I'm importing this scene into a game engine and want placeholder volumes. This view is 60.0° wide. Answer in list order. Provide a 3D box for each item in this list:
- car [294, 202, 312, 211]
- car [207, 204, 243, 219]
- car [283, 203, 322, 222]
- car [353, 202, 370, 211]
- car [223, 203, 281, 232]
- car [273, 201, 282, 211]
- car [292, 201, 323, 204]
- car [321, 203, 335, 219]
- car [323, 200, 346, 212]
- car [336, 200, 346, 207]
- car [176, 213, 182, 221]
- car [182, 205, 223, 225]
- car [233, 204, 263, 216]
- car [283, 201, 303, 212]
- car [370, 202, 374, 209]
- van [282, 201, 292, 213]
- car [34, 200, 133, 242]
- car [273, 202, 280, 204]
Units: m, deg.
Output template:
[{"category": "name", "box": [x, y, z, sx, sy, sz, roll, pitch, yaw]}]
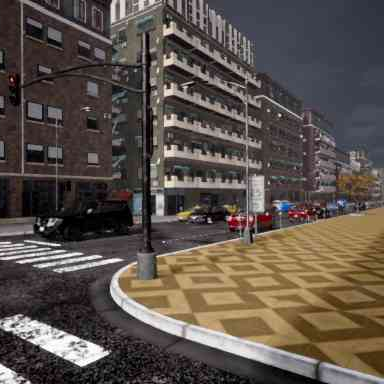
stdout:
[{"category": "car", "box": [19.874, 2.554, 59.415, 1.887, 1.381, 4.507, -2, -2, 35]}, {"category": "car", "box": [3.626, 2.090, 36.101, 1.752, 1.417, 4.829, -2, -2, 35]}, {"category": "car", "box": [10.546, 2.032, 31.492, 1.887, 1.381, 4.507, -2, -2, 35]}, {"category": "car", "box": [29.927, 2.583, 59.300, 1.947, 1.339, 4.313, -2, -2, 35]}, {"category": "car", "box": [4.085, 1.751, 22.225, 1.967, 1.590, 4.097, -2, -2, 35]}, {"category": "car", "box": [10.183, 2.289, 45.510, 1.887, 1.381, 4.507, -2, -2, 35]}, {"category": "car", "box": [14.523, 2.181, 41.649, 1.837, 1.490, 4.892, -1, -1, 35]}, {"category": "car", "box": [13.777, 2.141, 36.126, 1.947, 1.339, 4.313, -2, -2, 35]}, {"category": "car", "box": [23.416, 2.468, 54.423, 2.033, 1.411, 5.357, -1, -1, 36]}, {"category": "car", "box": [39.156, 2.883, 87.168, 1.690, 1.788, 3.998, -2, -2, 35]}, {"category": "car", "box": [0.396, 2.002, 31.467, 1.752, 1.417, 4.829, -2, -2, 35]}, {"category": "car", "box": [1.543, 1.931, 28.619, 1.837, 1.490, 4.892, -1, -2, 35]}, {"category": "car", "box": [6.954, 2.222, 40.875, 1.947, 1.339, 4.313, -2, -2, 35]}, {"category": "car", "box": [16.643, 2.361, 54.783, 1.967, 1.590, 4.097, -2, -2, 35]}, {"category": "car", "box": [36.388, 2.745, 68.569, 2.008, 1.369, 4.403, -2, -2, 35]}, {"category": "van", "box": [13.411, 2.174, 50.151, 1.690, 1.788, 3.998, -2, -2, 35]}, {"category": "car", "box": [-5.652, 1.446, 18.178, 2.150, 2.045, 5.566, -1, -1, 33]}, {"category": "car", "box": [7.667, 2.140, 37.394, 2.033, 1.411, 5.357, -1, -1, 35]}]
